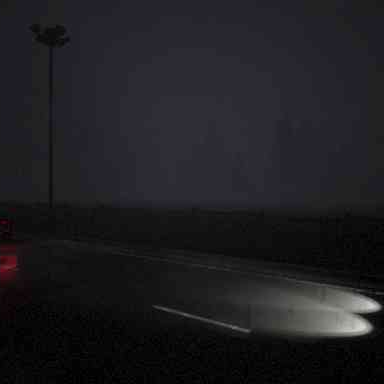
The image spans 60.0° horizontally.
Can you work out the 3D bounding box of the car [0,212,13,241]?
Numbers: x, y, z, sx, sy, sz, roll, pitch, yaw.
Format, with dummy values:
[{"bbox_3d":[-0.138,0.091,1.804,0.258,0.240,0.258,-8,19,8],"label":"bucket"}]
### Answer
[{"bbox_3d":[-10.265,1.514,15.605,4.892,1.490,1.837,0,0,35],"label":"car"}]
